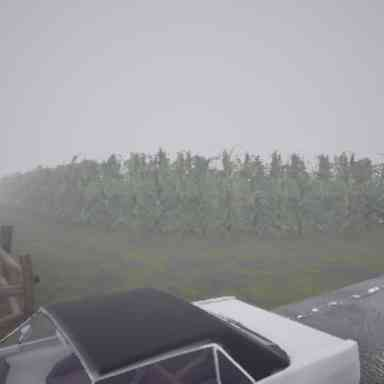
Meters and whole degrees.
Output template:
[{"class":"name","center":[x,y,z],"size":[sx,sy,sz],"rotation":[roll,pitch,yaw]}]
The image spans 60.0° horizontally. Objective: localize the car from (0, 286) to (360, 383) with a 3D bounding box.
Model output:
[{"class":"car","center":[-0.829,1.601,2.478],"size":[4.718,1.301,1.895],"rotation":[0,0,-36]}]
